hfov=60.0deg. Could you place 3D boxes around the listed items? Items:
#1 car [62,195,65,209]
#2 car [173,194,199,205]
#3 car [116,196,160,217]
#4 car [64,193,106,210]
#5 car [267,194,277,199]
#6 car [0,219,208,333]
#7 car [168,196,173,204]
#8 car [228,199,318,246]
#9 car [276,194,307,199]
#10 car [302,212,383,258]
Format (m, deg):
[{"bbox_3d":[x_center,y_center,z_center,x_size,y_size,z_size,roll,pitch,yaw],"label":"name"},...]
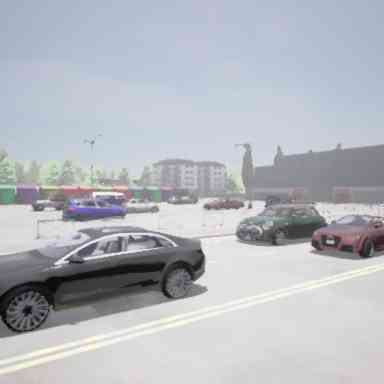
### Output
[{"bbox_3d":[-16.580,1.403,49.162,3.905,1.438,1.784,0,0,-35],"label":"car"},{"bbox_3d":[-0.669,1.235,56.898,3.866,1.878,1.905,0,0,-35],"label":"car"},{"bbox_3d":[-5.124,1.432,33.019,3.806,1.475,1.970,0,0,-35],"label":"car"},{"bbox_3d":[-14.958,1.192,46.761,4.605,1.855,1.932,0,0,-35],"label":"car"},{"bbox_3d":[10.697,1.233,40.901,3.866,1.878,1.905,0,0,-35],"label":"car"},{"bbox_3d":[-1.935,1.498,6.895,4.902,1.511,2.128,0,0,-35],"label":"car"},{"bbox_3d":[-2.333,1.474,59.267,3.806,1.475,1.970,0,0,-35],"label":"car"},{"bbox_3d":[4.223,1.380,15.506,4.553,1.767,2.097,0,0,-35],"label":"car"},{"bbox_3d":[12.324,1.230,38.507,4.605,1.855,1.932,0,0,-35],"label":"car"},{"bbox_3d":[6.546,1.594,12.928,4.181,1.385,1.994,0,0,-35],"label":"car"}]
